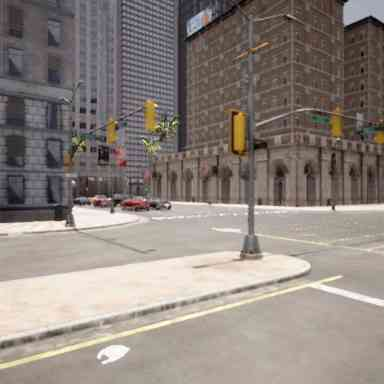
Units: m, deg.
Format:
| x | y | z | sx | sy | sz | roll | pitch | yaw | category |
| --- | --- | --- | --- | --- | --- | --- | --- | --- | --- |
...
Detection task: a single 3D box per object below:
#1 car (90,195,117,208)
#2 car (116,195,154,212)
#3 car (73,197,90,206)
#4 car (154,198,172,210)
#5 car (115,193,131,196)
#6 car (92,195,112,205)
| x | y | z | sx | sy | sz | roll | pitch | yaw | category |
| --- | --- | --- | --- | --- | --- | --- | --- | --- | --- |
| -12.634 | 1.562 | 47.759 | 1.994 | 1.385 | 4.181 | 0 | 0 | -35 | car |
| -6.822 | 1.476 | 39.640 | 1.882 | 1.535 | 5.008 | 0 | 0 | -36 | car |
| -18.681 | 1.545 | 56.376 | 2.033 | 1.411 | 5.357 | 0 | 0 | -35 | car |
| -4.425 | 1.489 | 42.300 | 2.128 | 1.511 | 4.902 | 0 | 0 | -36 | car |
| -10.163 | 1.219 | 50.331 | 2.150 | 2.045 | 5.566 | 0 | 0 | -35 | car |
| -15.848 | 1.349 | 58.461 | 2.097 | 1.767 | 4.553 | 0 | 0 | -35 | car |
